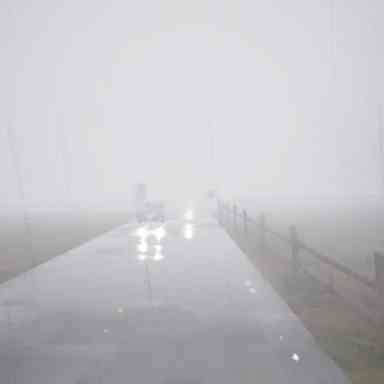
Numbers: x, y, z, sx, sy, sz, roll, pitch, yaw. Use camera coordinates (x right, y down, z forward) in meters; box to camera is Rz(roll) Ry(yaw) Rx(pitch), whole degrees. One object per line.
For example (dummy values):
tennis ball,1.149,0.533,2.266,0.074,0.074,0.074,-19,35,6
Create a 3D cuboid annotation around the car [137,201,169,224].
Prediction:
car,-2.751,1.435,24.182,2.128,1.511,4.902,0,0,0
